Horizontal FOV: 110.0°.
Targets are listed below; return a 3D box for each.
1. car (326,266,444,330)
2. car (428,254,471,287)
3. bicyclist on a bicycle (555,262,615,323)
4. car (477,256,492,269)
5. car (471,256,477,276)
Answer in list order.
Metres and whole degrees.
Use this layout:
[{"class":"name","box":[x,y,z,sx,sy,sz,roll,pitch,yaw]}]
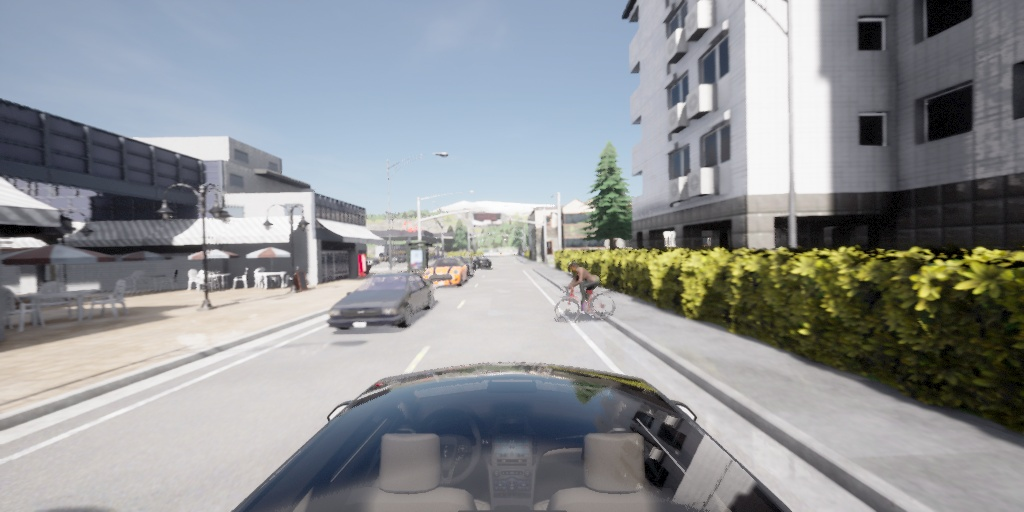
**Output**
[{"class":"car","box":[-3.757,1.247,11.384,2.033,1.411,5.357,-2,1,-1]},{"class":"car","box":[-3.968,0.883,22.081,2.097,1.767,4.553,-2,1,-1]},{"class":"bicyclist on a bicycle","box":[1.901,0.958,9.648,1.656,1.620,0.582,-8,1,-1]},{"class":"car","box":[-4.431,0.797,43.261,2.128,1.511,4.902,-2,2,-40]},{"class":"car","box":[-3.998,0.861,27.531,1.837,1.490,4.892,-2,1,-1]}]
